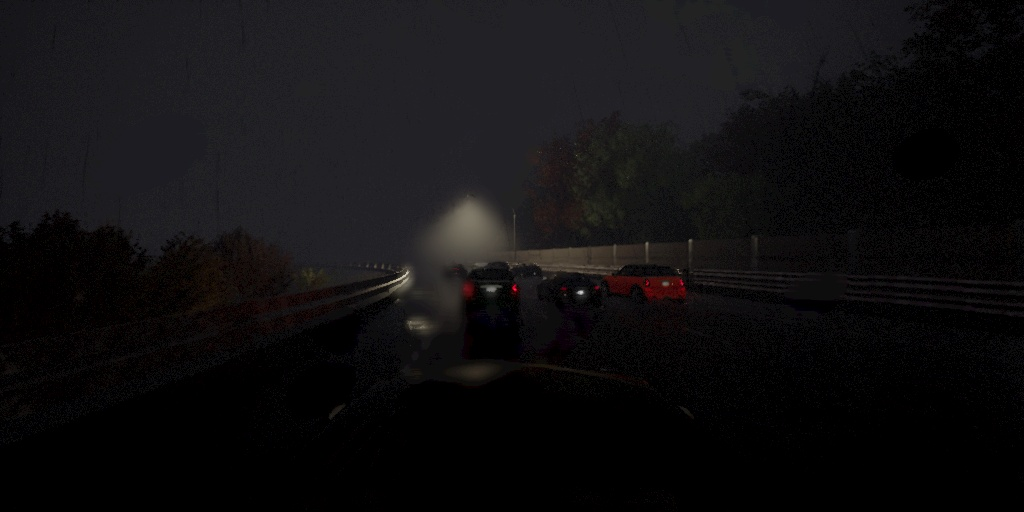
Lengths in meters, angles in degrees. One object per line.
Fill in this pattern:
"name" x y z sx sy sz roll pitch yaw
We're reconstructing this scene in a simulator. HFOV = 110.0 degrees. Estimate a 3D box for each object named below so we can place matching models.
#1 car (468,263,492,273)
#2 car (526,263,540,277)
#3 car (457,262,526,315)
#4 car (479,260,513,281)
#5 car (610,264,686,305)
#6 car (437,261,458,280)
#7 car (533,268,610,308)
"car" -4.602 1.650 50.439 1.895 1.301 4.718 0 0 -25
"car" 1.346 1.442 35.631 2.128 1.511 4.902 0 0 -18
"car" -0.926 1.177 14.133 2.097 1.767 4.553 0 0 -7
"car" -1.559 1.293 33.265 2.097 1.767 4.553 0 0 -17
"car" 5.906 1.181 16.751 2.097 1.767 4.553 0 0 -10
"car" -5.570 1.447 34.403 2.128 1.511 4.902 0 0 -18
"car" 2.405 1.394 15.757 1.994 1.385 4.181 0 0 -7
